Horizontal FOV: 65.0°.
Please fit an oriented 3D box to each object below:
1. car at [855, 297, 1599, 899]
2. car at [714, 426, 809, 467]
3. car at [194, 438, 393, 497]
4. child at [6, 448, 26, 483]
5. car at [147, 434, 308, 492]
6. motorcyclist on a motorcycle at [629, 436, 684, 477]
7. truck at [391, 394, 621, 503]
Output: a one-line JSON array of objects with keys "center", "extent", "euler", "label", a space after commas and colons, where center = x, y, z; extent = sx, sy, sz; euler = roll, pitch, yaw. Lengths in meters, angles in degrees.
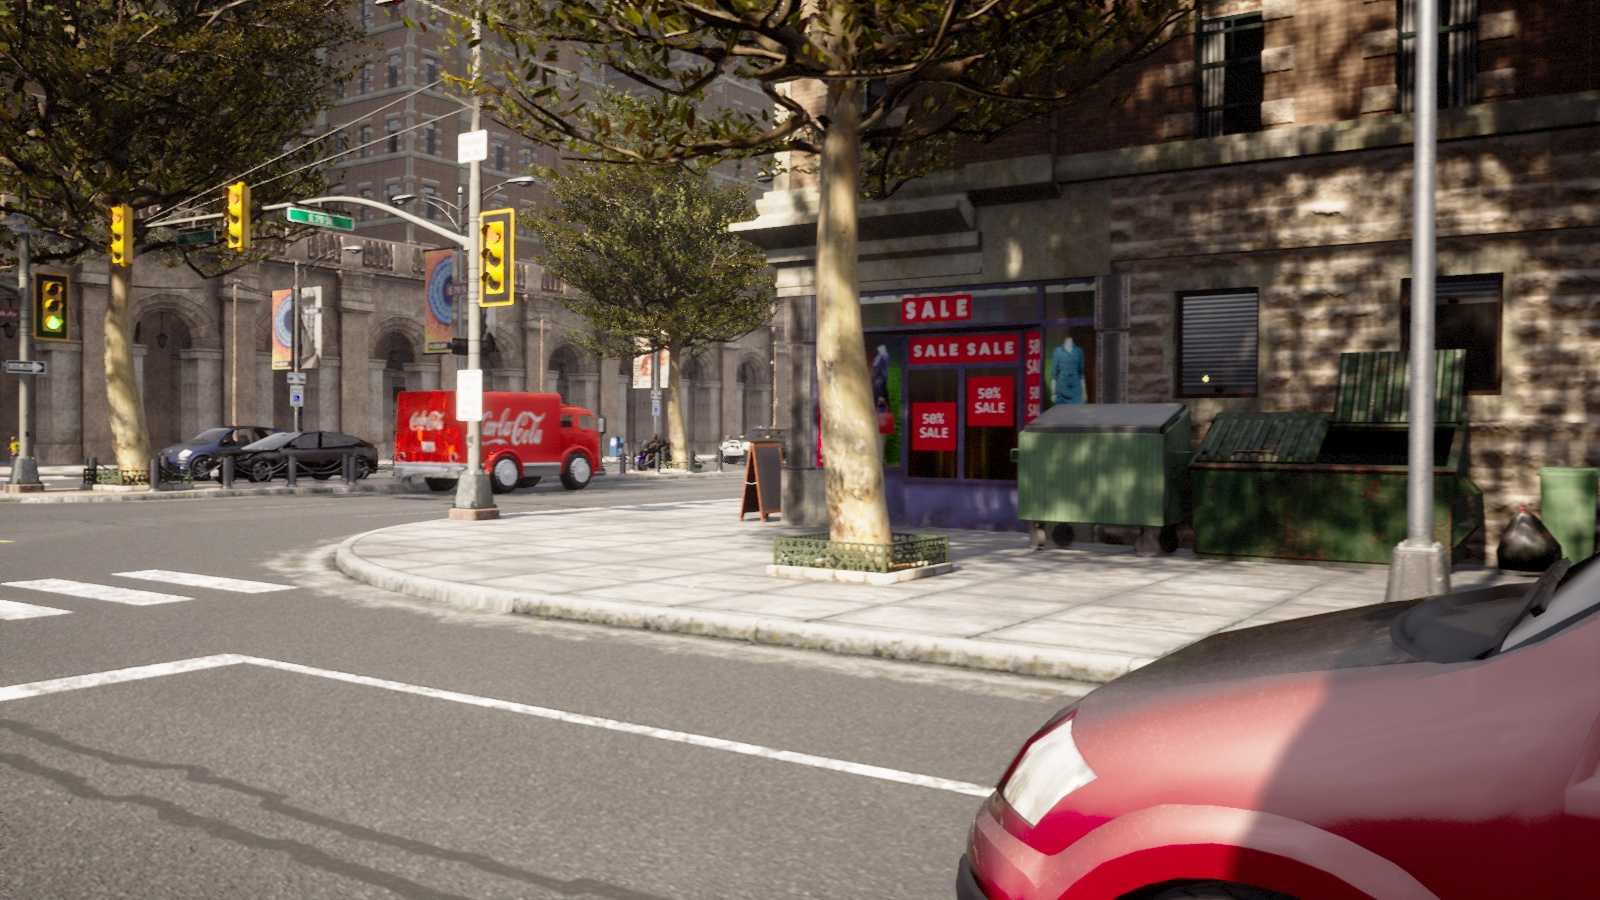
[{"center": [2.288, 0.579, 2.101], "extent": [3.988, 1.617, 1.851], "euler": [0, 1, 34], "label": "car"}, {"center": [-1.790, -0.186, 60.105], "extent": [1.932, 1.855, 4.605], "euler": [0, 1, 40], "label": "car"}, {"center": [-14.202, 0.439, 35.468], "extent": [2.163, 1.488, 4.792], "euler": [0, 1, 35], "label": "car"}, {"center": [-26.179, 0.523, 41.939], "extent": [0.299, 1.160, 0.473], "euler": [0, 1, 34], "label": "child"}, {"center": [-17.049, 0.341, 37.566], "extent": [1.851, 1.617, 3.988], "euler": [0, 1, 35], "label": "car"}, {"center": [-5.519, 0.218, 48.471], "extent": [0.866, 1.530, 2.191], "euler": [0, 1, 34], "label": "motorcyclist on a motorcycle"}, {"center": [-7.248, -0.073, 31.557], "extent": [2.627, 2.467, 5.204], "euler": [0, 1, 34], "label": "truck"}]
